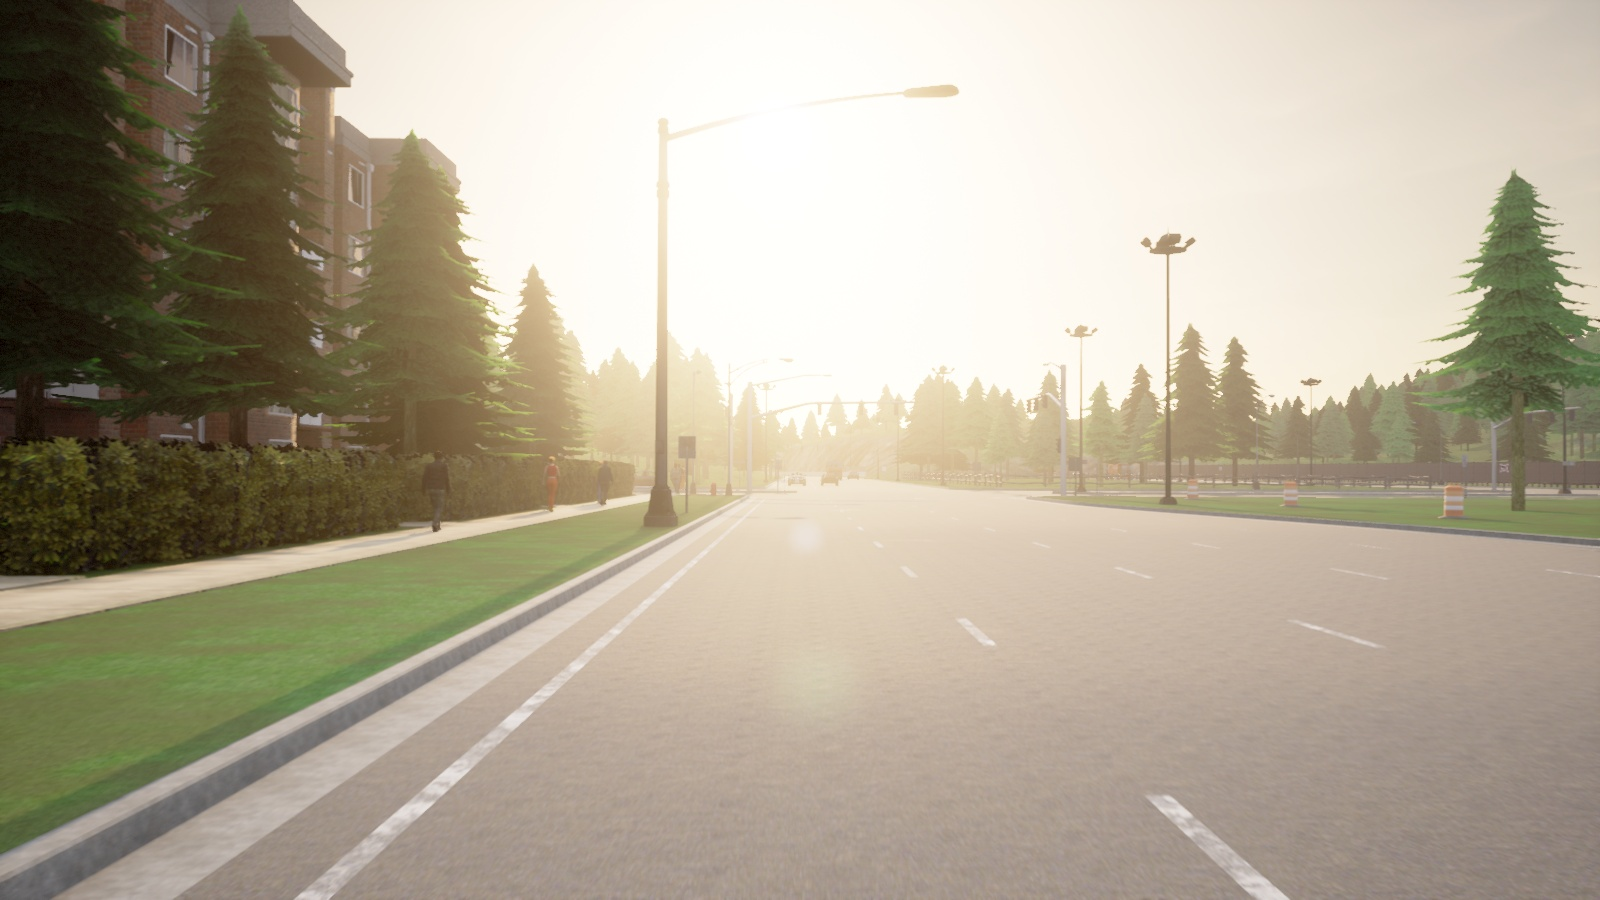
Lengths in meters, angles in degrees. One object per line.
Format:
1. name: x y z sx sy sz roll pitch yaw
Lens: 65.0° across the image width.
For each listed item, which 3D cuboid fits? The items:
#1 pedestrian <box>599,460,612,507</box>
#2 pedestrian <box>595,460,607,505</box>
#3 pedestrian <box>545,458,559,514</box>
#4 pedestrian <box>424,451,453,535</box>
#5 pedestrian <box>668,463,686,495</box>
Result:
1. pedestrian: -7.654 1.301 49.383 0.402 1.842 0.726 0 -1 0
2. pedestrian: -8.156 1.338 51.460 0.354 1.836 0.706 0 -1 0
3. pedestrian: -8.172 1.170 41.449 0.345 1.836 0.594 0 -1 0
4. pedestrian: -8.044 0.944 27.977 0.431 1.840 0.703 0 -1 1
5. pedestrian: -7.281 1.726 74.247 0.874 1.855 0.900 0 -1 5
